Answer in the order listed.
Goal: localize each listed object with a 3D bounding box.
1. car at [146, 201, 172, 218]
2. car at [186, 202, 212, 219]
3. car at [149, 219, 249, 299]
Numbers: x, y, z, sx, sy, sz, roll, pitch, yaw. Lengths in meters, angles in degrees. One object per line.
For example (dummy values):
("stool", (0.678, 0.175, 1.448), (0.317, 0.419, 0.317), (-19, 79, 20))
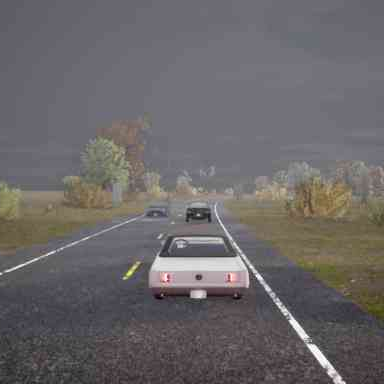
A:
("car", (-2.974, 1.554, 30.909), (2.033, 1.411, 5.357), (0, 0, 3))
("car", (0.539, 1.482, 26.057), (1.882, 1.535, 5.008), (0, 0, 2))
("car", (0.134, 1.603, 8.367), (1.895, 1.301, 4.718), (0, 0, 0))
